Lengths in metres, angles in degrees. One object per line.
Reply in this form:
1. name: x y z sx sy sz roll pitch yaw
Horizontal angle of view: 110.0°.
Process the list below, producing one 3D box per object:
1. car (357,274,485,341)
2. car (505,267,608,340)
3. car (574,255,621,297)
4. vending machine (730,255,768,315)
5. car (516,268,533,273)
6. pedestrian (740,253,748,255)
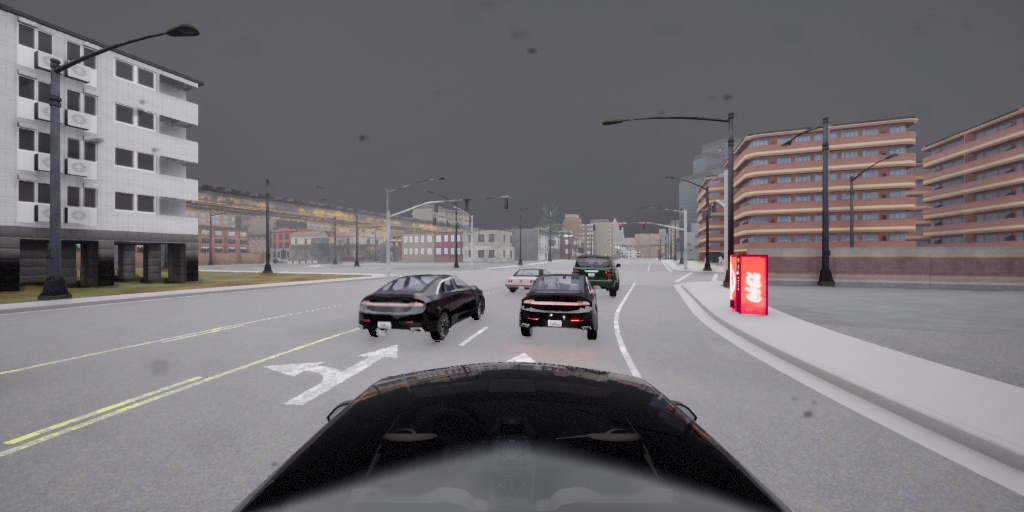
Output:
1. car: -2.180 1.242 9.956 2.128 1.511 4.902 0 0 12
2. car: 1.450 1.242 10.119 2.128 1.511 4.902 0 0 13
3. car: 4.584 0.971 19.357 2.150 2.045 5.566 0 0 19
4. vending machine: 7.829 0.945 11.862 1.100 2.100 0.880 0 0 20
5. car: 1.307 1.351 20.538 1.895 1.301 4.718 0 0 21
6. pedestrian: 8.062 0.795 12.481 0.375 1.860 0.375 0 0 21
